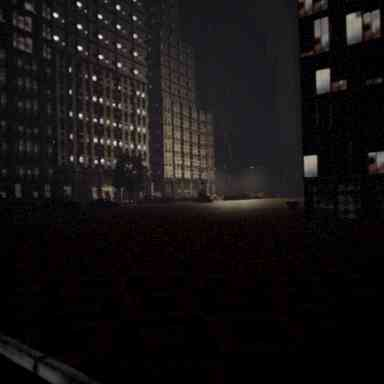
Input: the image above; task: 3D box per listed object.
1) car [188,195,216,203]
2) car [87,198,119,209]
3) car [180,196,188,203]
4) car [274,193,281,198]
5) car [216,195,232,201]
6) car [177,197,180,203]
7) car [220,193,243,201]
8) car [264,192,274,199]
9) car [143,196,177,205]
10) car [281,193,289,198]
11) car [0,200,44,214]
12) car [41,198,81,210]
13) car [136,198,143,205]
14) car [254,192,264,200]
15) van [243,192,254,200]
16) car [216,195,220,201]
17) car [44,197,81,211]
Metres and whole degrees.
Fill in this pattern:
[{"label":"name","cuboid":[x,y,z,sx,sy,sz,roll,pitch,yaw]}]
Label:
[{"label":"car","cuboid":[1.863,1.250,59.346,1.752,1.417,4.829,-2,-1,35]},{"label":"car","cuboid":[-10.946,1.409,40.839,1.802,1.307,4.206,-2,-1,35]},{"label":"car","cuboid":[-1.691,1.508,68.330,2.008,1.369,4.403,-2,-1,35]},{"label":"car","cuboid":[20.933,1.153,86.690,1.947,1.339,4.313,-2,-1,35]},{"label":"car","cuboid":[7.853,1.434,82.134,1.887,1.381,4.507,-2,-1,35]},{"label":"car","cuboid":[-4.873,1.526,63.729,1.887,1.381,4.507,-2,-1,35]},{"label":"car","cuboid":[8.122,1.118,68.389,1.967,1.590,4.097,-2,-1,35]},{"label":"car","cuboid":[17.713,0.925,82.126,2.192,1.841,5.009,-2,-1,35]},{"label":"car","cuboid":[-5.472,1.465,58.150,2.033,1.411,5.357,-2,-1,35]},{"label":"car","cuboid":[24.204,1.091,91.425,1.752,1.417,4.829,-2,-1,35]},{"label":"car","cuboid":[-17.203,1.407,31.792,1.752,1.417,4.829,-2,-1,35]},{"label":"car","cuboid":[-17.695,1.609,45.185,1.752,1.417,4.829,-2,-1,35]},{"label":"car","cuboid":[-8.057,1.446,59.129,1.967,1.590,4.097,-2,-1,35]},{"label":"car","cuboid":[14.518,1.072,77.546,1.967,1.590,4.097,-2,-1,35]},{"label":"van","cuboid":[11.323,0.996,72.965,1.690,1.788,3.998,-2,-1,35]},{"label":"car","cuboid":[4.669,1.352,77.534,1.967,1.590,4.097,-2,-1,35]},{"label":"car","cuboid":[-14.126,1.295,36.247,1.967,1.590,4.097,-2,-1,35]}]
